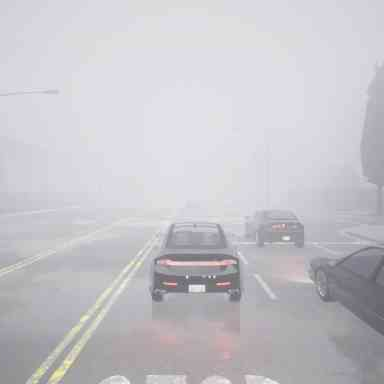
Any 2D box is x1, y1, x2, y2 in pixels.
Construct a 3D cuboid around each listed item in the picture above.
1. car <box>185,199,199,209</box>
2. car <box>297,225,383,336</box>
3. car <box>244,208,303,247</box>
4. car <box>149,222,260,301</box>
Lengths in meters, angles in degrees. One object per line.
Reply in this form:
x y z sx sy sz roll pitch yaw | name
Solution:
0.005 1.601 44.120 1.895 1.301 4.718 0 0 0 | car
3.589 1.547 5.256 2.033 1.411 5.357 0 0 0 | car
3.566 1.505 15.002 1.837 1.490 4.892 0 0 0 | car
0.082 1.492 8.302 2.128 1.511 4.902 0 0 0 | car
